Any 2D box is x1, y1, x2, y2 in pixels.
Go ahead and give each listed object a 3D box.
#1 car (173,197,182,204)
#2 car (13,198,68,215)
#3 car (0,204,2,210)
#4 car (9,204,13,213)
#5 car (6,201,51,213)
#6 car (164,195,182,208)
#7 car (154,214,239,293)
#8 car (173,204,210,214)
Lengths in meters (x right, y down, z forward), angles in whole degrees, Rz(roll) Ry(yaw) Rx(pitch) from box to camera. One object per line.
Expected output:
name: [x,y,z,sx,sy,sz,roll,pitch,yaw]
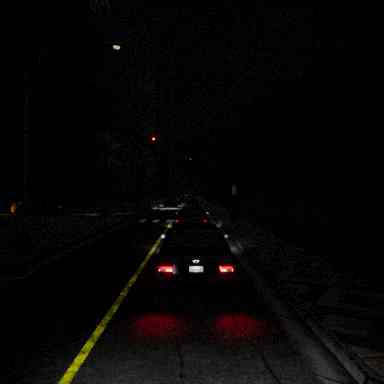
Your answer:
car: [-3.116,1.708,71.169,1.812,1.442,4.674,0,0,0]
car: [-13.593,1.380,30.495,4.097,1.590,1.967,0,-2,-1]
car: [-24.559,1.754,38.980,4.206,1.307,1.802,0,-1,0]
car: [-15.243,1.489,33.150,5.008,1.535,1.882,0,-2,0]
car: [-19.072,1.735,38.997,4.313,1.339,1.947,0,-1,0]
car: [-3.139,1.646,51.422,2.033,1.411,5.357,0,0,3]
car: [0.073,1.552,8.993,2.033,1.411,5.357,0,0,0]
car: [0.002,1.577,18.298,1.994,1.385,4.181,0,0,1]
